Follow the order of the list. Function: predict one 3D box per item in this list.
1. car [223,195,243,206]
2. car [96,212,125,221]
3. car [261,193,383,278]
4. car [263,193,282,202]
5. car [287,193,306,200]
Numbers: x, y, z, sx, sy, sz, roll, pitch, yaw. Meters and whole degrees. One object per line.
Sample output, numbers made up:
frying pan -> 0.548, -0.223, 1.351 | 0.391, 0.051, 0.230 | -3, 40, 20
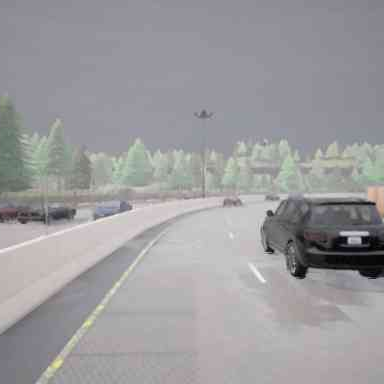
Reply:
car -> 5.708, 1.199, 46.909 | 1.812, 1.442, 4.674 | 0, 0, 22
car -> -5.920, 1.349, 25.243 | 1.812, 1.442, 4.674 | 0, 0, 9
car -> 3.627, 1.151, 10.051 | 2.150, 2.045, 5.566 | 0, 0, 1
car -> 15.326, 1.057, 63.026 | 1.837, 1.490, 4.892 | 0, 0, 33
car -> 23.013, 0.876, 73.302 | 2.033, 1.411, 5.357 | 0, 1, 42
